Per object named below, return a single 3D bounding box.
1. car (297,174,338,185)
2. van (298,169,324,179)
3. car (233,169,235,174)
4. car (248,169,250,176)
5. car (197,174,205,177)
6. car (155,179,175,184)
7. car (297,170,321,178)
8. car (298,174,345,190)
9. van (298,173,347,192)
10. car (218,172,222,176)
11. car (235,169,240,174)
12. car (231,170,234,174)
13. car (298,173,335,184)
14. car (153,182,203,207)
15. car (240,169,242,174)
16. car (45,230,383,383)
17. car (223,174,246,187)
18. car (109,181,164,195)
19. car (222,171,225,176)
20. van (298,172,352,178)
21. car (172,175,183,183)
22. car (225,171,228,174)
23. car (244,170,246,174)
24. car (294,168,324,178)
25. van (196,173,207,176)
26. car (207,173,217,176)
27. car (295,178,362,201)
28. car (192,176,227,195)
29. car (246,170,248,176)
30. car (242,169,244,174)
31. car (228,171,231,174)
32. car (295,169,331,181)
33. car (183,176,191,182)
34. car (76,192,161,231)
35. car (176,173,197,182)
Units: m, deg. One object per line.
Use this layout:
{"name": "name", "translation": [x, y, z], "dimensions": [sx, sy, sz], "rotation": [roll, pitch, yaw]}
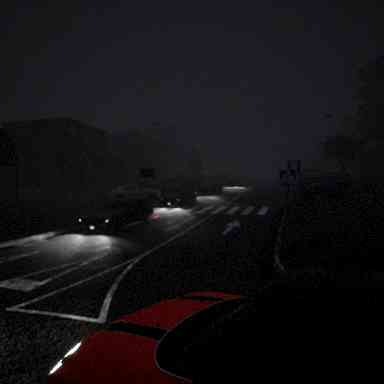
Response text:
{"name": "car", "translation": [17.894, -1.815, 47.603], "dimensions": [4.892, 1.521, 2.231], "rotation": [-1, 5, -3]}
{"name": "van", "translation": [23.194, -3.526, 64.803], "dimensions": [4.442, 1.987, 1.878], "rotation": [-1, 4, -3]}
{"name": "car", "translation": [6.132, -3.497, 70.215], "dimensions": [4.553, 1.767, 2.185], "rotation": [-2, 4, -3]}
{"name": "car", "translation": [12.791, -5.079, 92.662], "dimensions": [4.892, 1.521, 2.231], "rotation": [-2, 4, -3]}
{"name": "car", "translation": [-1.241, -1.208, 44.933], "dimensions": [5.008, 1.535, 2.097], "rotation": [-2, 4, -4]}
{"name": "car", "translation": [-4.426, -0.213, 33.626], "dimensions": [4.792, 1.488, 2.163], "rotation": [-2, 4, -4]}
{"name": "car", "translation": [13.302, -0.830, 33.324], "dimensions": [5.566, 2.045, 2.435], "rotation": [-1, 5, -2]}
{"name": "car", "translation": [15.131, -1.199, 39.036], "dimensions": [4.553, 1.767, 2.185], "rotation": [-1, 5, -2]}
{"name": "van", "translation": [14.130, -1.051, 36.169], "dimensions": [4.442, 1.987, 1.878], "rotation": [-1, 5, -2]}
{"name": "car", "translation": [2.037, -2.143, 56.189], "dimensions": [4.792, 1.488, 2.163], "rotation": [-2, 4, -4]}
{"name": "car", "translation": [7.788, -3.960, 75.824], "dimensions": [4.553, 1.767, 2.185], "rotation": [-2, 4, -3]}
{"name": "car", "translation": [5.287, -3.133, 67.418], "dimensions": [5.008, 1.535, 2.097], "rotation": [-2, 5, -3]}
{"name": "car", "translation": [18.807, -2.035, 50.474], "dimensions": [4.792, 1.488, 2.163], "rotation": [-1, 5, -3]}
{"name": "car", "translation": [-0.963, 0.275, 27.127], "dimensions": [2.033, 1.411, 5.357], "rotation": [0, 5, 16]}
{"name": "car", "translation": [8.600, -4.058, 78.642], "dimensions": [5.008, 1.535, 2.097], "rotation": [-2, 4, -3]}
{"name": "car", "translation": [0.980, 1.353, 2.302], "dimensions": [4.553, 1.767, 2.097], "rotation": [0, 0, 34]}
{"name": "car", "translation": [6.135, -1.500, 47.734], "dimensions": [1.994, 1.385, 4.181], "rotation": [0, 5, 18]}
{"name": "car", "translation": [-5.257, 0.041, 30.794], "dimensions": [4.674, 1.452, 2.002], "rotation": [-2, 4, -4]}
{"name": "car", "translation": [2.815, -2.412, 58.999], "dimensions": [5.008, 1.535, 2.097], "rotation": [-2, 4, -4]}
{"name": "van", "translation": [12.532, -0.561, 30.494], "dimensions": [4.442, 1.987, 1.878], "rotation": [-1, 5, -2]}
{"name": "car", "translation": [-3.626, -0.609, 36.436], "dimensions": [4.553, 1.767, 2.185], "rotation": [-2, 5, -4]}
{"name": "car", "translation": [3.645, -2.651, 61.804], "dimensions": [4.892, 1.521, 2.231], "rotation": [-2, 5, -4]}
{"name": "car", "translation": [10.078, -4.482, 84.242], "dimensions": [5.366, 1.575, 1.946], "rotation": [-2, 4, -3]}
{"name": "car", "translation": [24.793, -4.027, 70.522], "dimensions": [5.566, 2.045, 2.435], "rotation": [-1, 4, -3]}
{"name": "van", "translation": [-0.551, -1.669, 47.724], "dimensions": [4.442, 1.987, 1.878], "rotation": [-2, 5, -4]}
{"name": "car", "translation": [0.568, -1.700, 50.575], "dimensions": [5.366, 1.575, 1.946], "rotation": [-2, 4, -4]}
{"name": "car", "translation": [11.498, -0.088, 27.663], "dimensions": [5.008, 1.535, 2.097], "rotation": [-1, 5, -2]}
{"name": "car", "translation": [2.031, -0.632, 36.847], "dimensions": [1.882, 1.535, 5.008], "rotation": [0, 5, 19]}
{"name": "car", "translation": [11.063, -4.937, 87.033], "dimensions": [5.566, 2.045, 2.435], "rotation": [-2, 4, -3]}
{"name": "car", "translation": [9.420, -4.273, 81.448], "dimensions": [5.008, 1.535, 2.097], "rotation": [-2, 4, -3]}
{"name": "car", "translation": [4.467, -2.891, 64.608], "dimensions": [4.892, 1.521, 2.231], "rotation": [-2, 5, -3]}
{"name": "car", "translation": [21.420, -3.058, 59.066], "dimensions": [5.566, 2.045, 2.435], "rotation": [-1, 4, -3]}
{"name": "car", "translation": [-2.876, -0.694, 39.273], "dimensions": [4.792, 1.488, 2.163], "rotation": [-2, 5, -4]}
{"name": "car", "translation": [-3.736, 1.043, 17.414], "dimensions": [2.033, 1.411, 5.357], "rotation": [0, 4, 16]}
{"name": "car", "translation": [-2.015, -1.092, 42.092], "dimensions": [4.553, 1.767, 2.185], "rotation": [-2, 5, -4]}
